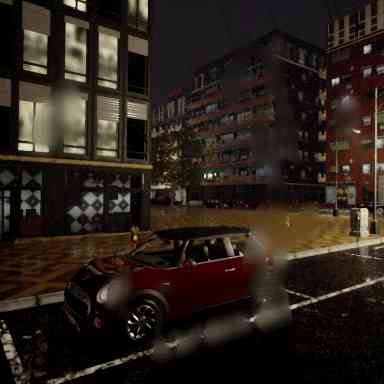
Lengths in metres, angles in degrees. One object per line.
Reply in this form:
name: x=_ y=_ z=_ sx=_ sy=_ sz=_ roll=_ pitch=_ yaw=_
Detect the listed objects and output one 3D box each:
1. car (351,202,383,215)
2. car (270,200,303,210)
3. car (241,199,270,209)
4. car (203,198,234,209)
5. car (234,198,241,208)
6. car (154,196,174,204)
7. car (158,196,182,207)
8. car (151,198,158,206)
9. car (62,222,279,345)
car: x=19.864 y=1.729 z=36.694 sx=1.947 sy=1.339 sz=4.313 roll=1 pitch=-1 yaw=-35
car: x=13.323 y=1.806 z=45.958 sx=1.802 sy=1.307 sz=4.206 roll=1 pitch=-1 yaw=-35
car: x=10.053 y=1.799 z=50.592 sx=1.887 sy=1.381 sz=4.507 roll=1 pitch=-1 yaw=-35
car: x=3.204 y=1.677 z=45.763 sx=2.008 sy=1.369 sz=4.403 roll=1 pitch=-1 yaw=-35
car: x=6.783 y=1.725 z=55.225 sx=1.967 sy=1.590 sz=4.097 roll=1 pitch=-1 yaw=-35
car: x=-6.298 y=1.723 z=73.757 sx=2.192 sy=1.841 sz=5.009 roll=1 pitch=-1 yaw=-35
car: x=-3.337 y=1.732 z=55.029 sx=1.887 sy=1.381 sz=4.507 roll=1 pitch=-1 yaw=-35
car: x=-6.607 y=1.763 z=59.661 sx=1.887 sy=1.381 sz=4.507 roll=1 pitch=-1 yaw=-35
car: x=-0.268 y=1.441 z=6.351 sx=4.097 sy=1.590 sz=1.967 roll=0 pitch=1 yaw=-35
